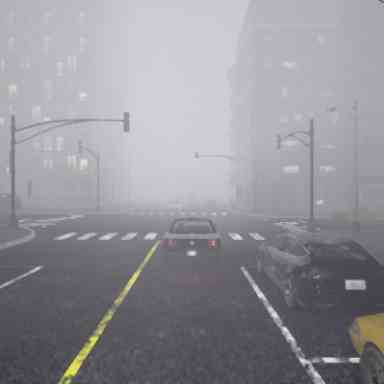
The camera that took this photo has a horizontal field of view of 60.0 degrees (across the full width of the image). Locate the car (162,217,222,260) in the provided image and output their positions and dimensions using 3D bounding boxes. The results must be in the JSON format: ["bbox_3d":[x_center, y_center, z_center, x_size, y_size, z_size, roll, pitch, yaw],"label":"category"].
[{"bbox_3d":[0.023,1.592,12.430,1.895,1.301,4.718,0,0,0],"label":"car"}]

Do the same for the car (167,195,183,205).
[{"bbox_3d":[-3.074,1.573,60.498,1.895,1.301,4.718,0,0,1],"label":"car"}]

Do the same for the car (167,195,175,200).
[{"bbox_3d":[-5.738,1.525,90.724,2.008,1.369,4.403,0,0,0],"label":"car"}]

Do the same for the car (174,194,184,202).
[{"bbox_3d":[-3.042,1.311,76.172,2.097,1.767,4.553,0,0,0],"label":"car"}]

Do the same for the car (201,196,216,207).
[{"bbox_3d":[2.714,1.556,49.569,1.802,1.307,4.206,0,0,0],"label":"car"}]

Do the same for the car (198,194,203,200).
[{"bbox_3d":[2.657,1.523,62.486,2.008,1.369,4.403,0,0,0],"label":"car"}]

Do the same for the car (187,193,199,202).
[{"bbox_3d":[-0.039,1.441,71.750,1.882,1.535,5.008,0,0,0],"label":"car"}]

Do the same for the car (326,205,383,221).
[{"bbox_3d":[14.626,1.813,29.892,4.829,1.417,1.752,1,-1,-1],"label":"car"}]

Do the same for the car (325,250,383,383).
[{"bbox_3d":[2.690,1.524,2.032,1.752,1.417,4.829,0,0,0],"label":"car"}]

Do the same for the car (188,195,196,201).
[{"bbox_3d":[-0.044,1.400,82.198,1.895,1.301,4.718,0,0,0],"label":"car"}]

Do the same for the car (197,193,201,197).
[{"bbox_3d":[2.655,1.523,68.134,2.008,1.369,4.403,0,0,0],"label":"car"}]

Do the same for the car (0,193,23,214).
[{"bbox_3d":[-17.710,1.005,29.596,5.009,1.841,2.192,1,-1,-1],"label":"car"}]

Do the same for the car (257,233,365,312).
[{"bbox_3d":[2.687,1.560,7.545,1.947,1.339,4.313,0,0,0],"label":"car"}]
